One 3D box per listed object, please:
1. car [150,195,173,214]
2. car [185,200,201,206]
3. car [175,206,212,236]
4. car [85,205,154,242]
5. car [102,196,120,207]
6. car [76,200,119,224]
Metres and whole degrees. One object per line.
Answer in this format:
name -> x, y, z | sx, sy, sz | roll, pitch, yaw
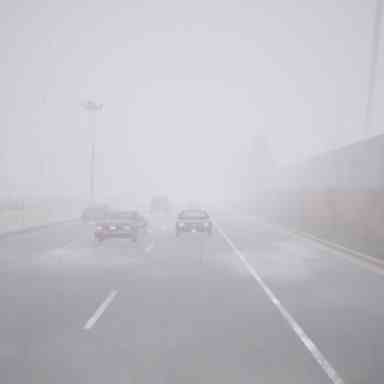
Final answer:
car -> -3.435, 1.359, 37.267 | 2.150, 2.045, 5.566 | 0, 0, -1
car -> 0.077, 1.715, 40.983 | 1.994, 1.385, 4.181 | 0, 0, 0
car -> 0.089, 1.671, 18.806 | 1.895, 1.301, 4.718 | 0, 0, 0
car -> -3.410, 1.610, 16.834 | 2.033, 1.411, 5.357 | 0, 0, 0
car -> -14.033, 1.566, 58.087 | 2.097, 1.767, 4.553 | 0, 0, 0
car -> -6.916, 1.585, 25.488 | 2.128, 1.511, 4.902 | 0, 0, 0
